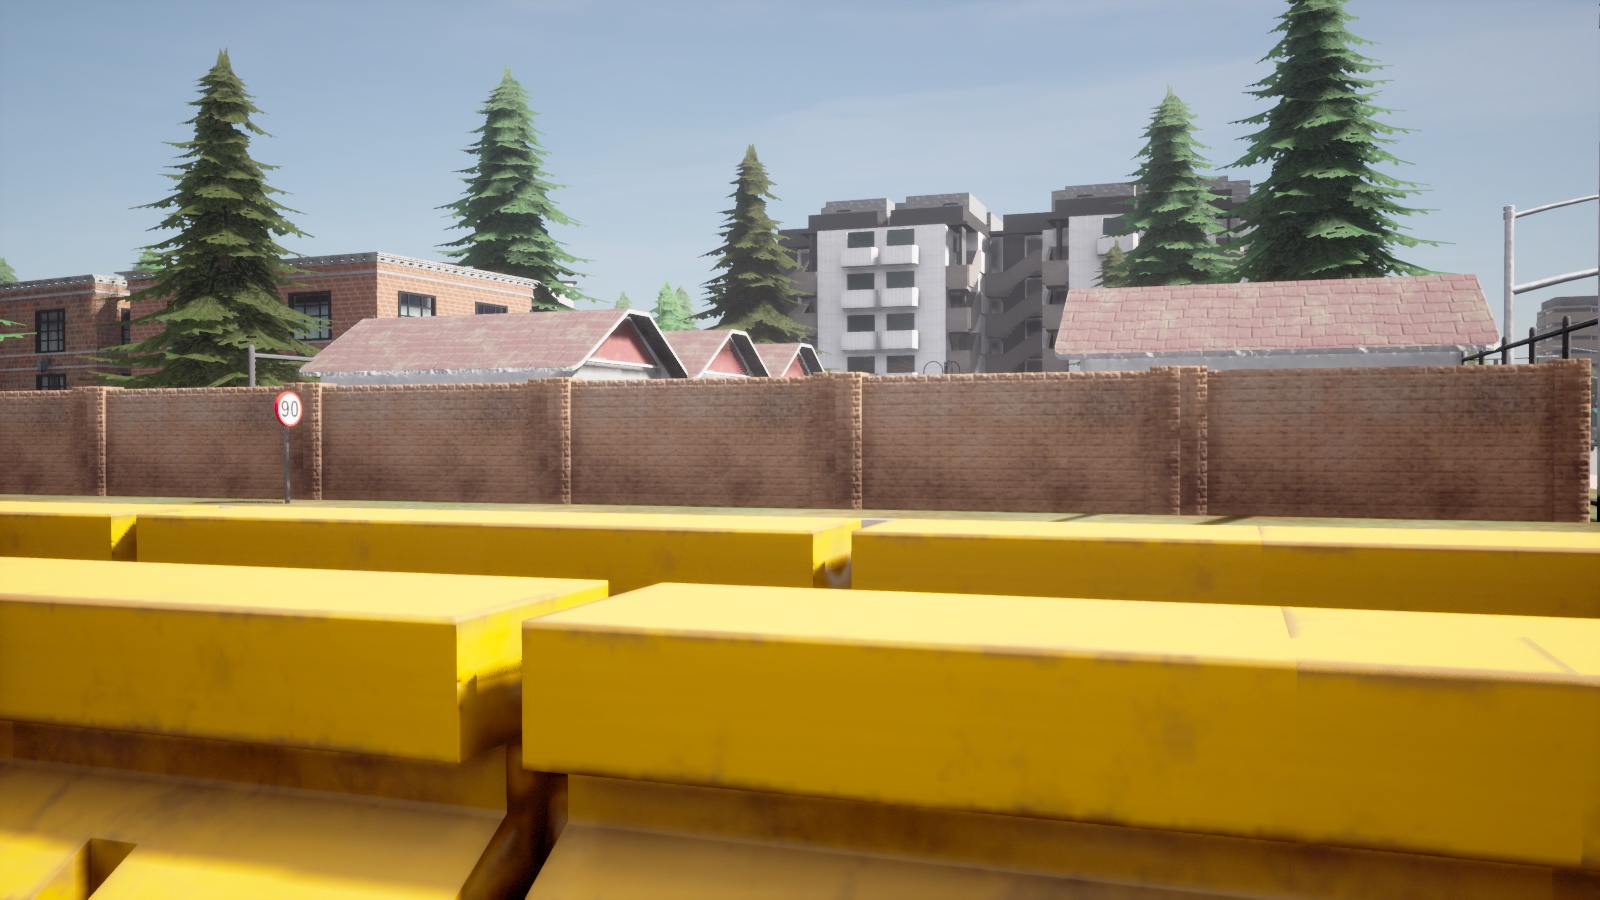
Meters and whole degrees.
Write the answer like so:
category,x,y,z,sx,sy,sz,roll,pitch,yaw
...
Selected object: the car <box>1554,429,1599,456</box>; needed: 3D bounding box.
category,x,y,z,sx,sy,sz,roll,pitch,yaw
car,50.152,-0.497,80.589,2.152,1.651,5.027,1,1,20
